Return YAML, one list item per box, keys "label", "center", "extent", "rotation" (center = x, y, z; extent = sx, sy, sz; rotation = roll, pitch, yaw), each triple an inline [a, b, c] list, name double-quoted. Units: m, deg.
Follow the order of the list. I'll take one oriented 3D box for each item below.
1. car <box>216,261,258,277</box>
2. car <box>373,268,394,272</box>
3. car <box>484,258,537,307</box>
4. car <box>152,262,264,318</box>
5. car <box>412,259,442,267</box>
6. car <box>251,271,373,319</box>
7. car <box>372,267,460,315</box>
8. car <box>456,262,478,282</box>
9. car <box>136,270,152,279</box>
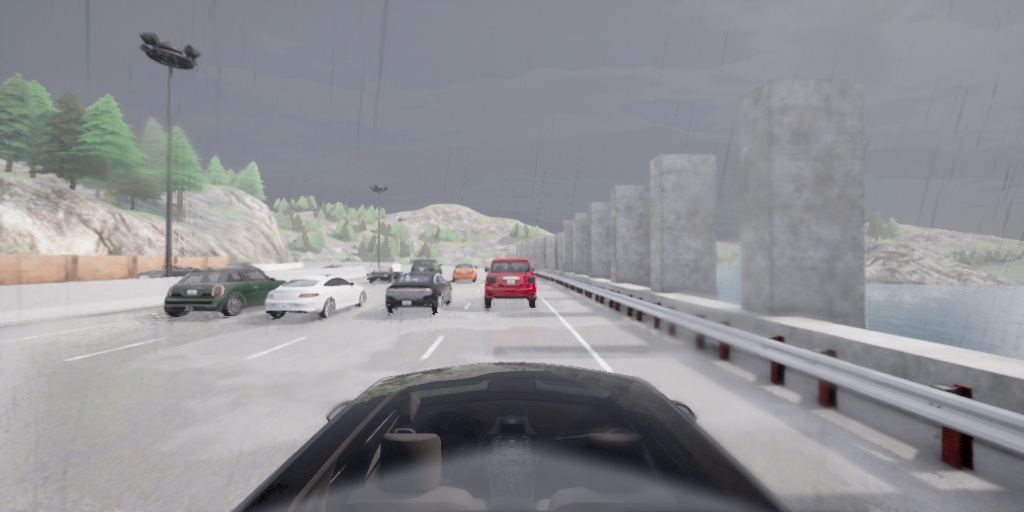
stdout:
- label: "car"
  center: [-33.756, 1.571, 44.177]
  extent: [2.097, 1.767, 4.553]
  rotation: [0, -1, -8]
- label: "car"
  center: [-11.210, 1.683, 31.977]
  extent: [1.895, 1.301, 4.718]
  rotation: [0, -1, -4]
- label: "car"
  center: [-0.110, 1.133, 16.608]
  extent: [2.150, 2.045, 5.566]
  rotation: [0, -1, -1]
- label: "car"
  center: [-10.555, 1.237, 13.910]
  extent: [2.097, 1.767, 4.553]
  rotation: [0, -1, -1]
- label: "car"
  center: [-7.750, 1.310, 32.730]
  extent: [2.150, 2.045, 5.566]
  rotation: [0, -1, -4]
- label: "car"
  center: [-7.052, 1.404, 13.323]
  extent: [1.812, 1.442, 4.674]
  rotation: [0, -1, -1]
- label: "car"
  center: [-3.563, 1.380, 14.405]
  extent: [2.128, 1.511, 4.902]
  rotation: [0, -1, -1]
- label: "car"
  center: [-4.301, 1.446, 33.240]
  extent: [2.097, 1.767, 4.553]
  rotation: [0, -1, -4]
- label: "car"
  center: [-28.871, 1.560, 30.342]
  extent: [2.128, 1.511, 4.902]
  rotation: [0, -1, -4]
